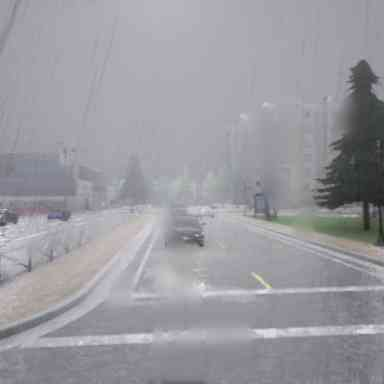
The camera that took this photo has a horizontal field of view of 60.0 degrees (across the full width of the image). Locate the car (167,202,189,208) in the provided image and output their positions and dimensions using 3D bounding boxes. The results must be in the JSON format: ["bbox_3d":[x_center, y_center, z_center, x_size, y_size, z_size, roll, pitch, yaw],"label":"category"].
[{"bbox_3d":[-1.584,2.187,38.223,2.150,2.045,5.566,-1,-1,-3],"label":"car"}]

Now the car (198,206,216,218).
[{"bbox_3d":[1.792,2.544,41.988,1.812,1.442,4.674,-1,-1,-3],"label":"car"}]

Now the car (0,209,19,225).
[{"bbox_3d":[-18.187,2.387,31.675,1.970,1.475,3.806,-1,-1,-3],"label":"car"}]

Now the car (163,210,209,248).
[{"bbox_3d":[-0.405,1.945,17.385,1.837,1.490,4.892,-1,-1,-3],"label":"car"}]

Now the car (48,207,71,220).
[{"bbox_3d":[-15.575,2.531,39.232,1.845,1.501,3.633,-1,-1,-3],"label":"car"}]

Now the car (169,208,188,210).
[{"bbox_3d":[-0.983,2.255,27.313,1.994,1.385,4.181,-1,-1,-3],"label":"car"}]
